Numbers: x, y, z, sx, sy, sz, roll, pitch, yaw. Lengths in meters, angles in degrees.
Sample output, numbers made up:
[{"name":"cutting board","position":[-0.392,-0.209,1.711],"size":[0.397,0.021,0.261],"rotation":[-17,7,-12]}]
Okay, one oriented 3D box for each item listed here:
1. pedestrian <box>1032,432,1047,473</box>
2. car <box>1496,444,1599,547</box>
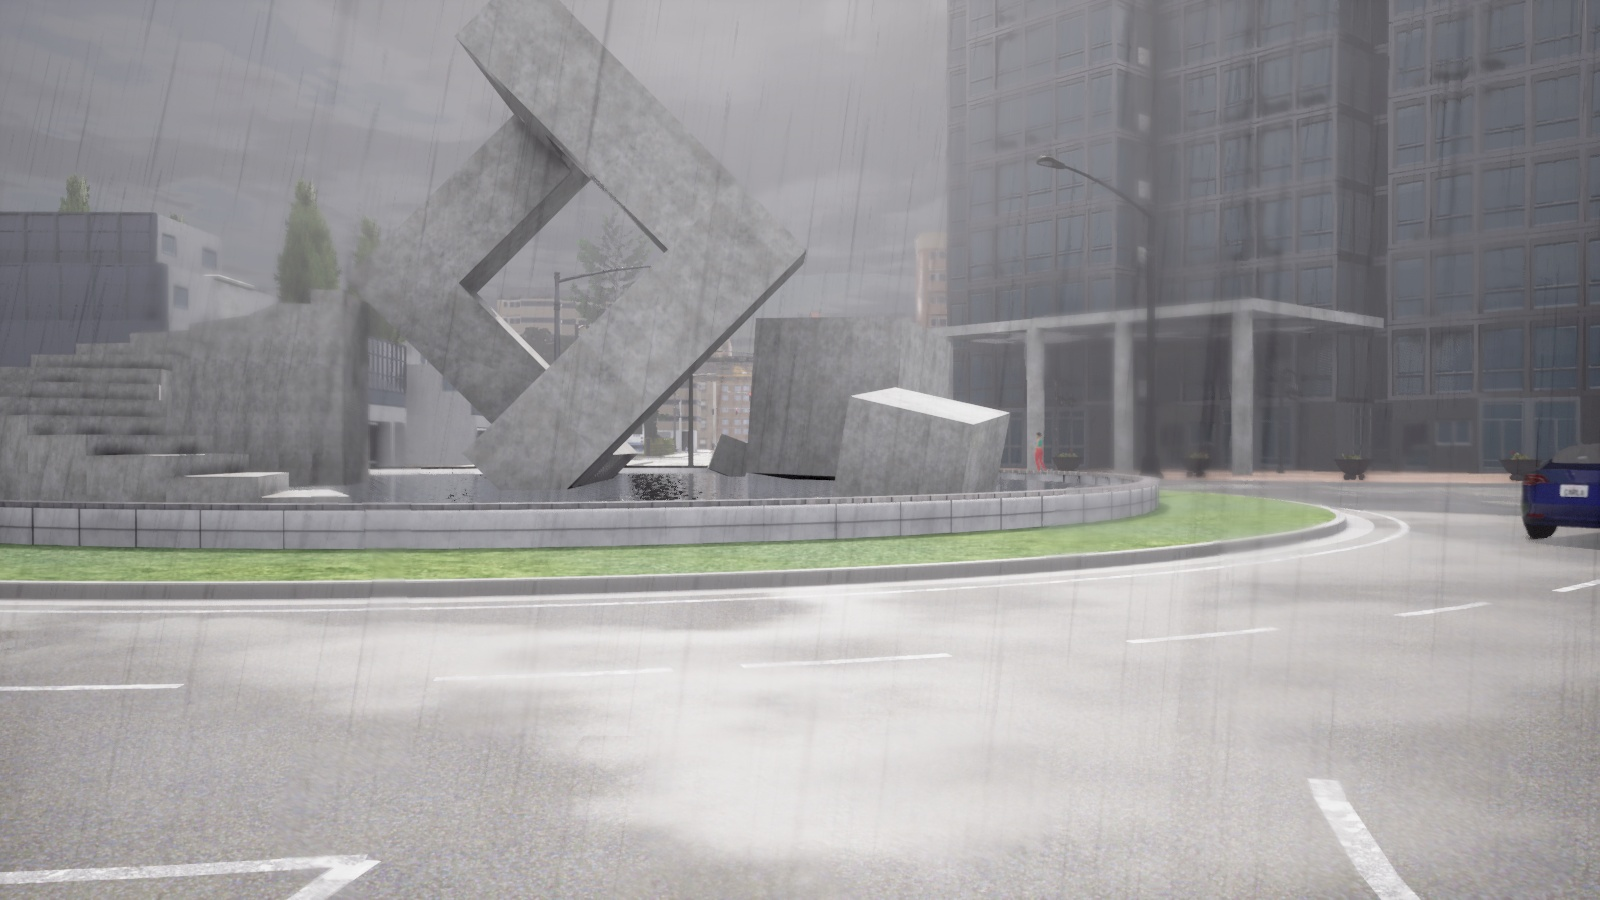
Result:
[{"name":"pedestrian","position":[10.909,0.104,57.315],"size":[0.345,1.836,0.594],"rotation":[0,0,-36]},{"name":"car","position":[13.202,0.645,19.734],"size":[4.792,1.488,2.163],"rotation":[0,0,-37]}]
